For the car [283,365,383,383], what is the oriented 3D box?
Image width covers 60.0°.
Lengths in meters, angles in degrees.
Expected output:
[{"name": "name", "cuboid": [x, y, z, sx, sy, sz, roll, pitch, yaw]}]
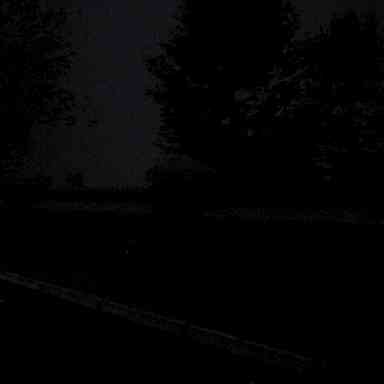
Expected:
[{"name": "car", "cuboid": [2.303, 1.552, 1.235, 4.403, 1.369, 2.008, 0, 0, 35]}]
